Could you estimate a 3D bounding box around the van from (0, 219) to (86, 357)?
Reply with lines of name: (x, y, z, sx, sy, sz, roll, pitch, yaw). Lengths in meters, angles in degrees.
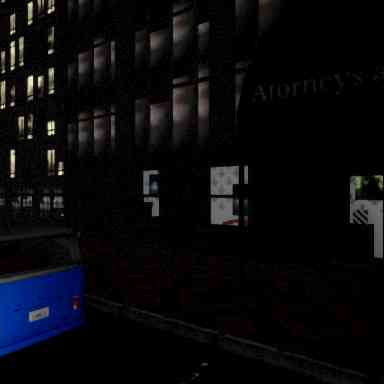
van: (-3.474, 1.341, 5.370, 3.998, 1.788, 1.690, 0, 0, 36)
